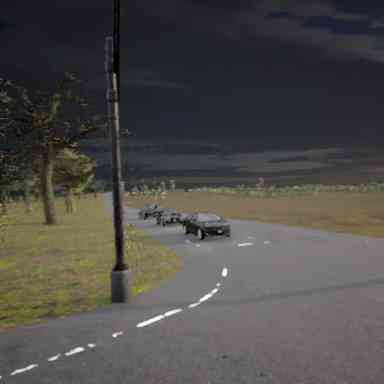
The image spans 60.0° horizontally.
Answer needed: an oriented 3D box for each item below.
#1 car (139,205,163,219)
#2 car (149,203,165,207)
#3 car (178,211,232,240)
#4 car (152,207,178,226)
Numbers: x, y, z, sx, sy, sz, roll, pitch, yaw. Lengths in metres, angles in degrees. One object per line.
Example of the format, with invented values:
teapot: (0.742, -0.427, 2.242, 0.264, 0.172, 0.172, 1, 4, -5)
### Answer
car: (-5.332, 2.651, 41.366, 1.895, 1.301, 4.718, -3, -1, -17)
car: (-5.110, 2.804, 53.100, 1.994, 1.385, 4.181, -3, -1, -17)
car: (0.837, 1.994, 20.975, 1.882, 1.535, 5.008, -3, -1, -17)
car: (-2.054, 2.317, 30.525, 1.994, 1.385, 4.181, -3, -1, -17)
